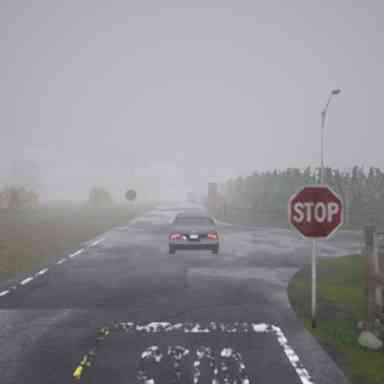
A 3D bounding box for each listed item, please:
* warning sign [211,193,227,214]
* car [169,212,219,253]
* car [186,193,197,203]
[{"bbox_3d":[2.382,1.020,29.608,1.300,1.860,1.060,0,0,0],"label":"warning sign"},{"bbox_3d":[0.060,1.506,13.432,2.033,1.411,5.357,0,0,0],"label":"car"},{"bbox_3d":[-0.138,1.329,62.053,1.994,1.385,4.181,0,0,0],"label":"car"}]
